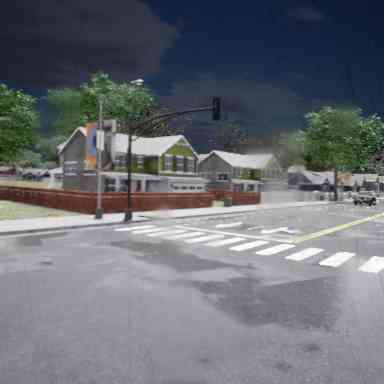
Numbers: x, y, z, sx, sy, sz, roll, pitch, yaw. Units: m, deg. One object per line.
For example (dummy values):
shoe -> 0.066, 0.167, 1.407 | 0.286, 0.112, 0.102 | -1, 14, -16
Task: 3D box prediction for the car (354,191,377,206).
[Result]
car -> 25.217, 0.902, 48.271 | 2.150, 2.045, 5.566 | 3, 2, 38
